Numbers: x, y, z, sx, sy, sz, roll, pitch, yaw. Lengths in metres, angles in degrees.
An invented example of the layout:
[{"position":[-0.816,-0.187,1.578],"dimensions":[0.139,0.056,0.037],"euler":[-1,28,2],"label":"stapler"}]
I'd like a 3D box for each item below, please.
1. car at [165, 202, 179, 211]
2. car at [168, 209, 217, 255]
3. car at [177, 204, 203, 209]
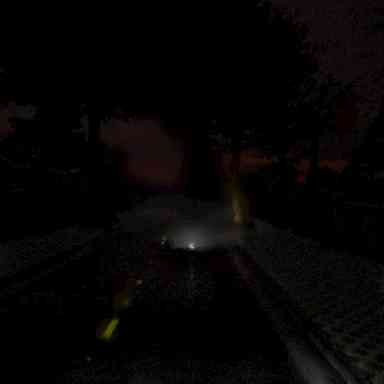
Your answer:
[{"position":[-2.738,2.028,47.781],"dimensions":[1.895,1.301,4.718],"euler":[0,0,0],"label":"car"},{"position":[0.029,1.660,13.899],"dimensions":[1.812,1.442,4.674],"euler":[0,0,0],"label":"car"},{"position":[0.037,1.831,28.564],"dimensions":[1.994,1.385,4.181],"euler":[0,0,0],"label":"car"}]
